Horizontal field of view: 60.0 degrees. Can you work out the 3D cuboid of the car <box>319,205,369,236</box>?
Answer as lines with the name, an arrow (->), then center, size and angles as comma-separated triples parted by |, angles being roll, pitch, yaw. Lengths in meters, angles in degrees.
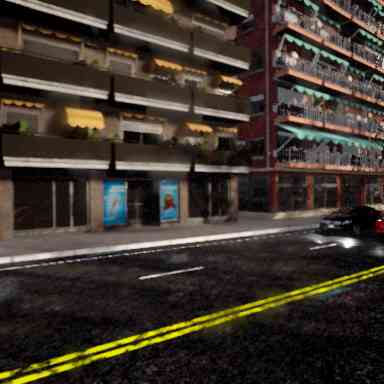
car -> 8.922, 1.460, 18.274 | 4.674, 1.442, 1.812 | 0, 0, -37

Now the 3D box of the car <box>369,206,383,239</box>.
car -> 10.910, 1.154, 15.708 | 5.566, 2.045, 2.150 | 0, 0, -37
